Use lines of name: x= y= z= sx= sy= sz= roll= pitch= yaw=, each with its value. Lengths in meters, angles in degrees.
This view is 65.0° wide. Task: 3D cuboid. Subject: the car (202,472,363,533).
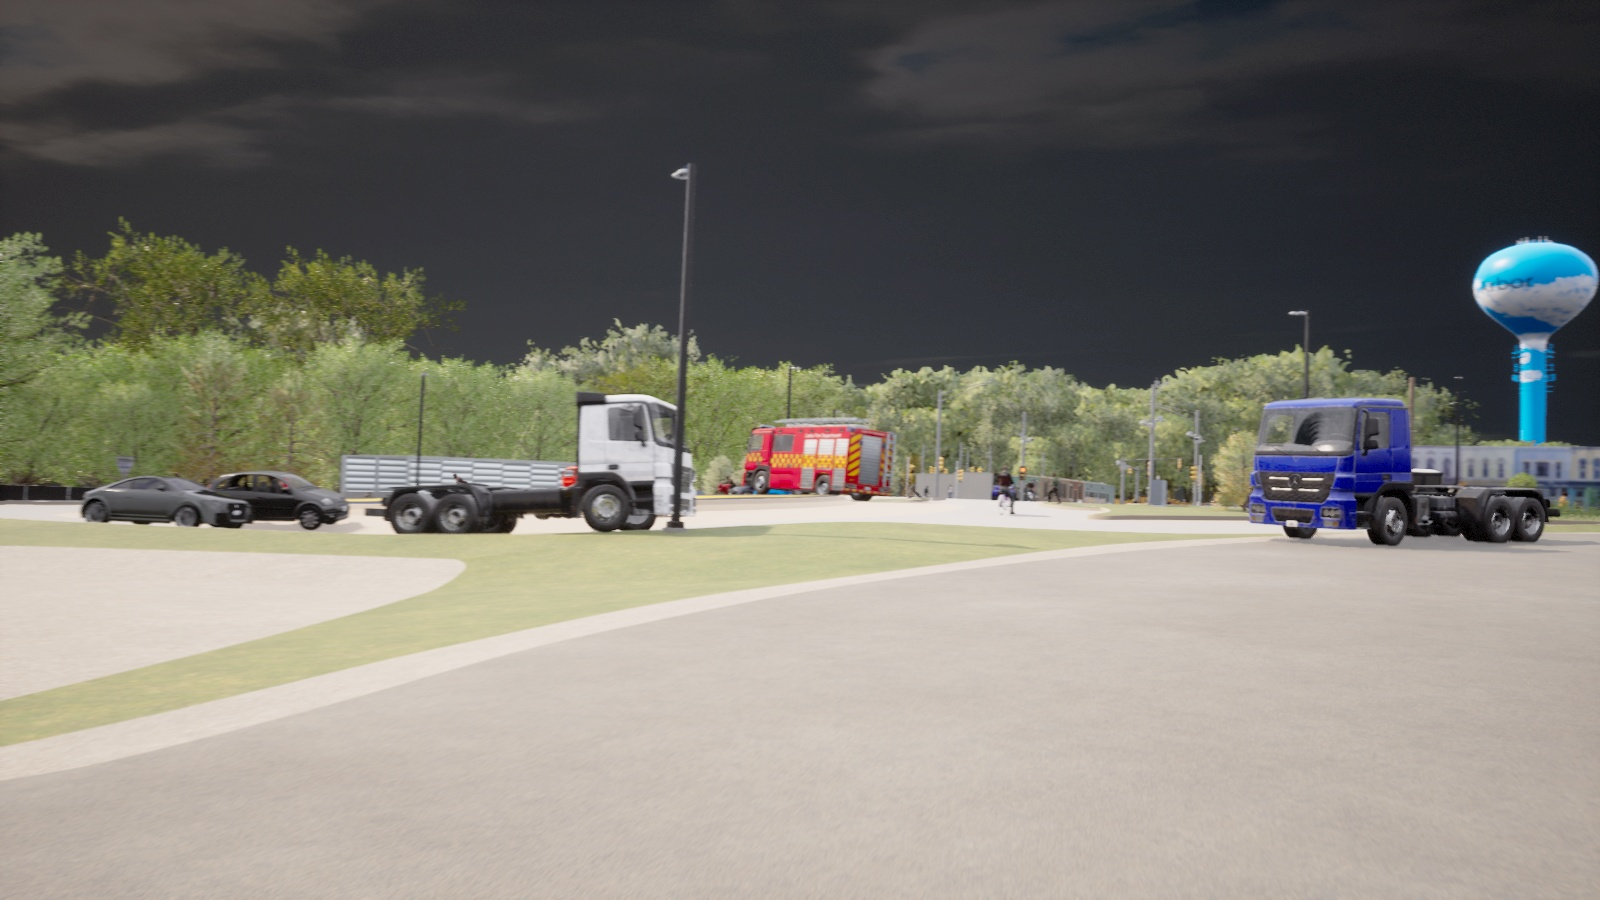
car: x=-15.185 y=1.520 z=36.993 sx=3.988 sy=1.617 sz=1.851 roll=0 pitch=2 yaw=0

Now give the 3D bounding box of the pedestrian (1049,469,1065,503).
pedestrian: x=14.684 y=2.050 z=71.739 sx=0.788 sy=1.949 sz=0.423 roll=1 pitch=-3 yaw=25

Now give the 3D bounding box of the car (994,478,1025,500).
car: x=14.854 y=2.758 z=88.851 sx=1.816 sy=1.474 sz=4.193 roll=1 pitch=-2 yaw=15

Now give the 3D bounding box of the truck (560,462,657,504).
truck: x=-11.620 y=2.013 z=76.395 sx=5.204 sy=2.467 sz=2.627 roll=1 pitch=-4 yaw=-44

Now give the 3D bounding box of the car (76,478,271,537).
car: x=-16.445 y=1.519 z=33.075 sx=4.181 sy=1.385 sz=1.994 roll=1 pitch=-3 yaw=11

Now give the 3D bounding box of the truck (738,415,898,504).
truck: x=0.716 y=0.473 z=61.287 sx=2.891 sy=3.827 sz=8.468 roll=8 pitch=-5 yaw=-37

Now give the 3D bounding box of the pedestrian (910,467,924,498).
pedestrian: x=6.871 y=1.913 z=73.892 sx=0.726 sy=1.835 sz=0.370 roll=1 pitch=-3 yaw=13

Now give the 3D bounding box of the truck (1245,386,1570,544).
truck: x=14.862 y=0.372 z=30.581 sx=7.936 sy=3.462 sz=2.891 roll=1 pitch=0 yaw=-27

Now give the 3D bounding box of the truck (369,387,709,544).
truck: x=-6.590 y=0.521 z=32.083 sx=7.936 sy=3.462 sz=2.891 roll=-3 pitch=-5 yaw=10

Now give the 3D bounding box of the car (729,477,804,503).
car: x=-2.047 y=2.421 z=76.733 sx=4.193 sy=1.474 sz=1.816 roll=0 pitch=0 yaw=-25
